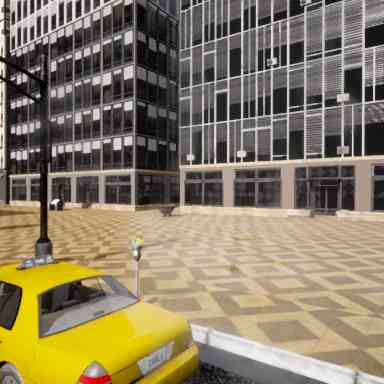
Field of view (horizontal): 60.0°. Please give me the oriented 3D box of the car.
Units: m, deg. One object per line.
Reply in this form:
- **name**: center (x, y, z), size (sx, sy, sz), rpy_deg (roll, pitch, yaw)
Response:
- **car**: center (-2.207, 1.525, 4.466), size (4.829, 1.417, 1.752), rpy_deg (0, 0, 36)
